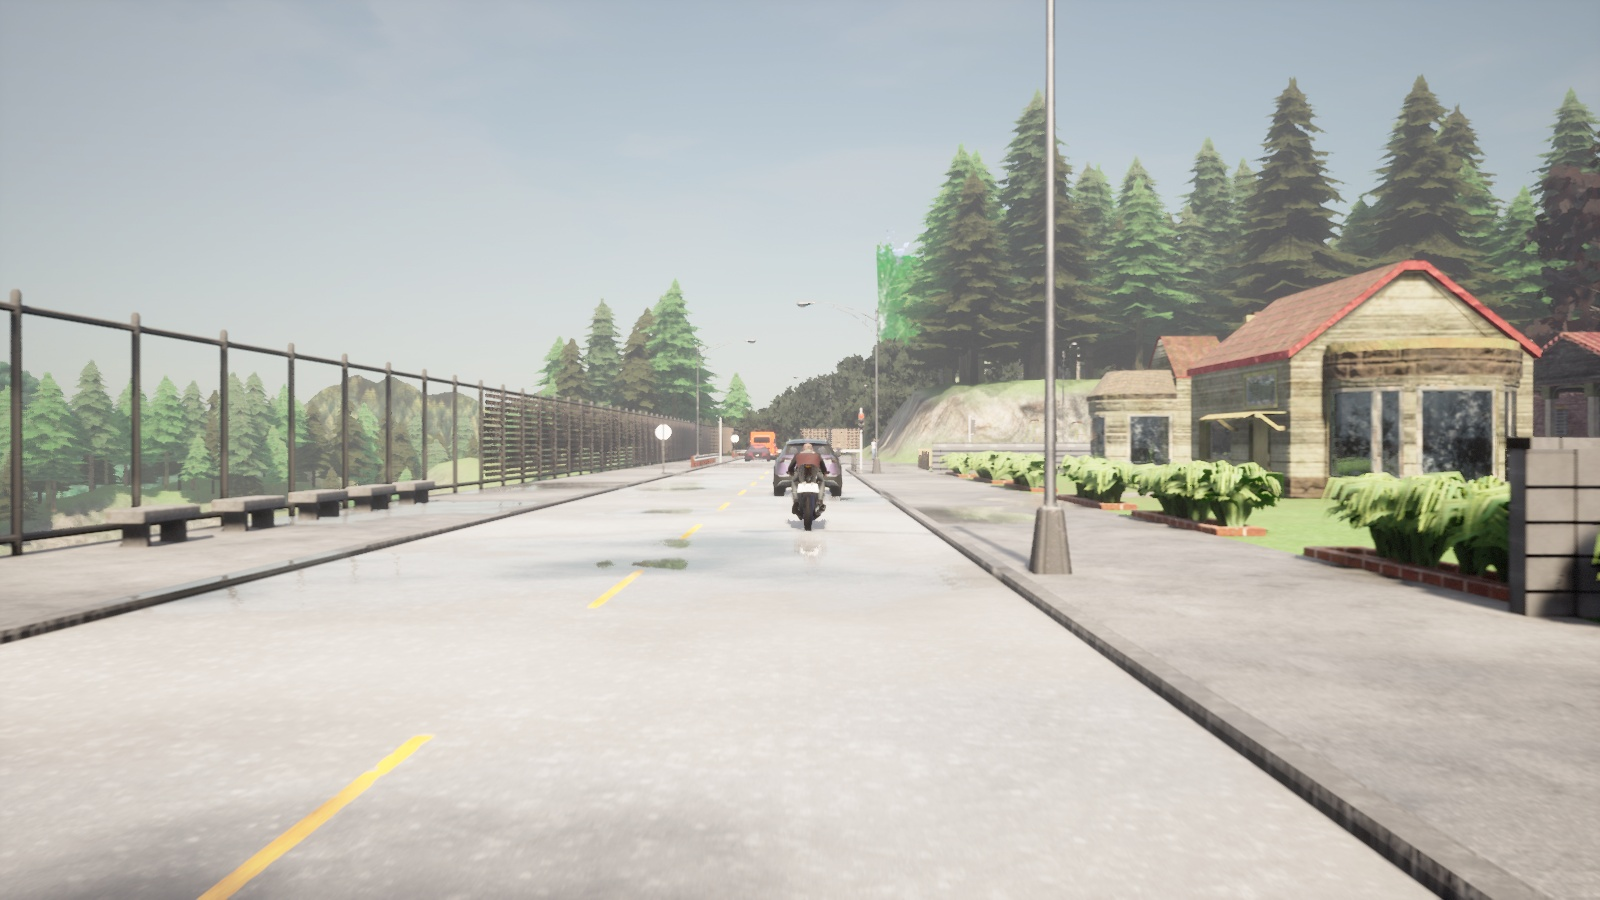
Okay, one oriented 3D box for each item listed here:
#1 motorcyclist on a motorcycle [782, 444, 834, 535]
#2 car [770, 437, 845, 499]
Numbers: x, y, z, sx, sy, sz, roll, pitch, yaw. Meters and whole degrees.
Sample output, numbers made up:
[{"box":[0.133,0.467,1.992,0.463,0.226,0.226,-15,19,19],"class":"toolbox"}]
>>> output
[{"box":[0.142,0.656,22.287,0.866,1.530,2.191,0,0,0],"class":"motorcyclist on a motorcycle"},{"box":[0.223,0.472,36.293,2.033,1.649,4.856,0,0,0],"class":"car"}]
